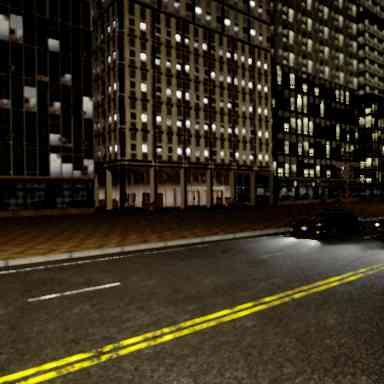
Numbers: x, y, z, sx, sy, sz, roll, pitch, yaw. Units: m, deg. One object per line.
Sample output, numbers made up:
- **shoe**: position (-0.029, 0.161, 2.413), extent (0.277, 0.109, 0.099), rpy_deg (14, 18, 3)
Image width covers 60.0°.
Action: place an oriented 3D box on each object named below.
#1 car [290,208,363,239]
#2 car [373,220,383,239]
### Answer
- **car**: position (6.933, 1.531, 17.084), extent (4.181, 1.385, 1.994), rpy_deg (-1, 0, -37)
- **car**: position (10.489, 1.524, 15.696), extent (4.718, 1.301, 1.895), rpy_deg (-1, 0, -37)
